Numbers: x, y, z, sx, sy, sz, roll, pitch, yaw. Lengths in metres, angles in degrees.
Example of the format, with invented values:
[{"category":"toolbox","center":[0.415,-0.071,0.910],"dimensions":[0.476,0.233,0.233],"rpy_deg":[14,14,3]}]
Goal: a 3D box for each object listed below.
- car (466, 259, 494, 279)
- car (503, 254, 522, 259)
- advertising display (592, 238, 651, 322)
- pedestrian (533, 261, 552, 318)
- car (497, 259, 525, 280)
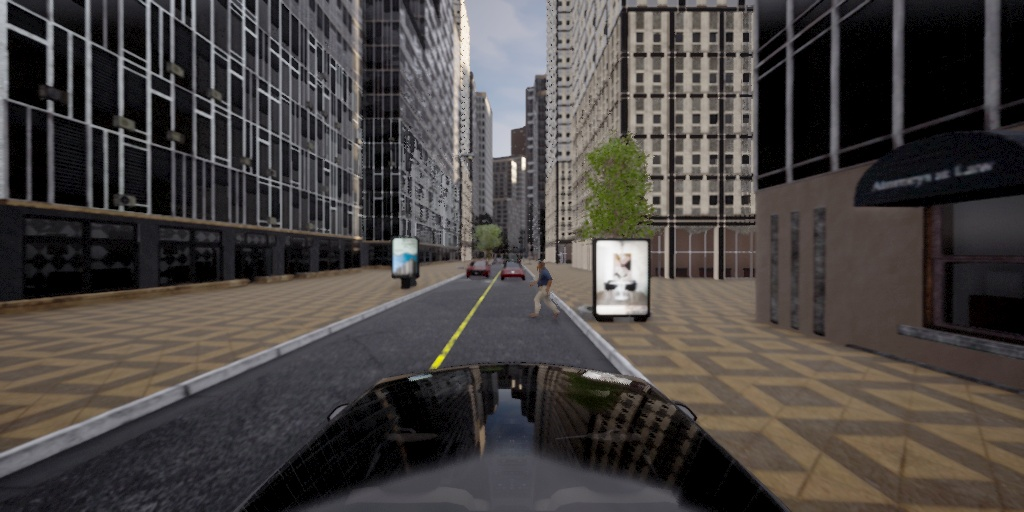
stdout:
[{"category":"car","center":[-2.842,1.096,31.086],"dimensions":[1.882,1.535,5.008],"rpy_deg":[0,0,0]},{"category":"car","center":[0.088,0.773,45.900],"dimensions":[2.150,2.045,5.566],"rpy_deg":[0,0,-1]},{"category":"advertising display","center":[3.011,0.734,9.936],"dimensions":[1.540,2.440,0.280],"rpy_deg":[0,0,0]},{"category":"pedestrian","center":[0.940,0.998,11.045],"dimensions":[0.375,1.860,0.375],"rpy_deg":[0,0,-2]},{"category":"car","center":[0.079,1.189,29.599],"dimensions":[1.994,1.385,4.181],"rpy_deg":[0,0,0]}]
